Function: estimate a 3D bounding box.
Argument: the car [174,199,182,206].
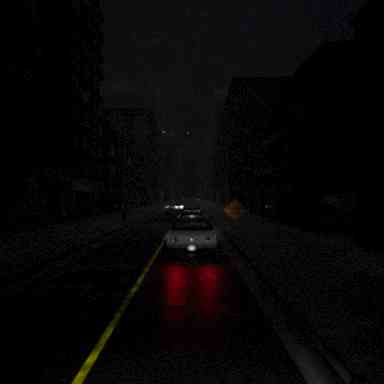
[{"bbox_3d":[-2.772,2.238,71.775,2.128,1.511,4.902,0,-1,0],"label":"car"}]

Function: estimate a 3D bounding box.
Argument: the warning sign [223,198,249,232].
[{"bbox_3d":[2.504,1.299,19.134,1.300,1.860,1.060,0,-1,0],"label":"warning sign"}]

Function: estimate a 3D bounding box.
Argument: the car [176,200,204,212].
[{"bbox_3d":[-0.003,1.774,29.312,2.128,1.511,4.902,0,0,0],"label":"car"}]

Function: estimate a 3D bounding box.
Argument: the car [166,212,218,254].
[{"bbox_3d":[-0.002,1.737,14.118,1.895,1.301,4.718,0,-1,0],"label":"car"}]
